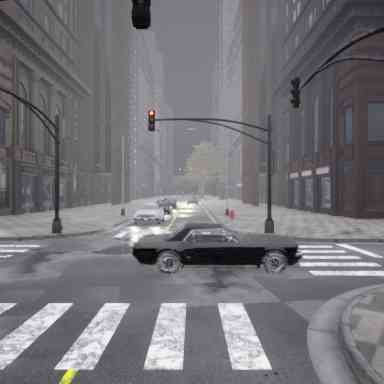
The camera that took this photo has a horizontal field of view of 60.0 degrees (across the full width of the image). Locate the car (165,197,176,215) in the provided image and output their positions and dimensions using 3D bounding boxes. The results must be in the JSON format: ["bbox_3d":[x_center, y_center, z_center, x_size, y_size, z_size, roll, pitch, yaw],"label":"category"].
[{"bbox_3d":[-3.075,1.552,34.873,2.033,1.411,5.357,0,0,0],"label":"car"}]

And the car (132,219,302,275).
[{"bbox_3d":[0.722,1.602,9.913,4.718,1.301,1.895,0,0,0],"label":"car"}]

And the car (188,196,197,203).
[{"bbox_3d":[0.152,1.574,69.729,1.812,1.442,4.674,0,0,0],"label":"car"}]

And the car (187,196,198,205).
[{"bbox_3d":[0.133,1.582,59.379,2.033,1.411,5.357,0,0,0],"label":"car"}]

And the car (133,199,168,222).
[{"bbox_3d":[-3.082,1.526,24.463,1.812,1.442,4.674,0,0,0],"label":"car"}]
